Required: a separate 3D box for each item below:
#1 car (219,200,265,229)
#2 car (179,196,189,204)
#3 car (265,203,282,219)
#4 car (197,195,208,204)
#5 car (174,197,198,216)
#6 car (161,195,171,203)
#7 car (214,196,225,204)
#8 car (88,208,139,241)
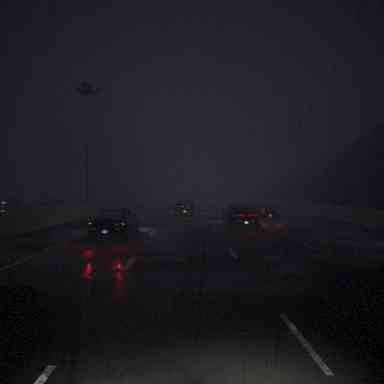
[{"bbox_3d":[3.088,1.517,21.714,1.837,1.490,4.892,0,0,-2],"label":"car"},{"bbox_3d":[-1.617,1.566,65.597,1.895,1.301,4.718,0,0,-1],"label":"car"},{"bbox_3d":[6.375,1.633,29.504,1.895,1.301,4.718,0,0,-2],"label":"car"},{"bbox_3d":[1.903,1.341,65.417,2.097,1.767,4.553,0,0,-2],"label":"car"},{"bbox_3d":[-0.710,1.488,32.179,1.837,1.490,4.892,0,0,-2],"label":"car"},{"bbox_3d":[-5.096,1.447,65.322,1.837,1.490,4.892,0,0,-2],"label":"car"},{"bbox_3d":[5.406,1.490,65.353,1.882,1.535,5.008,0,0,-2],"label":"car"},{"bbox_3d":[-3.770,1.494,16.447,1.812,1.442,4.674,0,0,-2],"label":"car"}]
